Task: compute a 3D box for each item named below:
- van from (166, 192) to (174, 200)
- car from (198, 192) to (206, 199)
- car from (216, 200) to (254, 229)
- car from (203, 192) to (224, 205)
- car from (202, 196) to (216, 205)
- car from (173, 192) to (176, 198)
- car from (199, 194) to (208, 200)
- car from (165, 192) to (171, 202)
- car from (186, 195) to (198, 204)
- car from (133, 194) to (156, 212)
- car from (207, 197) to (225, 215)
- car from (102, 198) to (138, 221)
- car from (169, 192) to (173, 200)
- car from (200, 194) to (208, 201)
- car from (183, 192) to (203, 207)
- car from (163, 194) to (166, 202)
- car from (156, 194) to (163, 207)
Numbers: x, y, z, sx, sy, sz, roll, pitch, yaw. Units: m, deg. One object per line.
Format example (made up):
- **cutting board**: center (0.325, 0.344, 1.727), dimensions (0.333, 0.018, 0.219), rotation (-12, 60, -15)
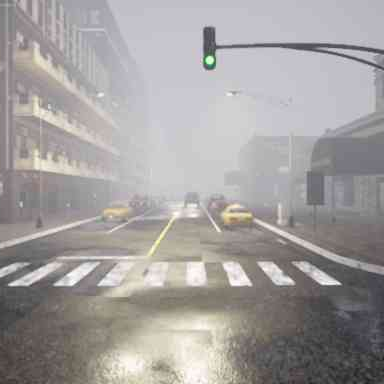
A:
- **van**: center (-5.689, 1.012, 86.827), dimensions (1.690, 1.788, 3.998), rotation (0, 0, 0)
- **car**: center (2.692, 0.944, 92.365), dimensions (2.192, 1.841, 5.009), rotation (0, 0, 0)
- **car**: center (2.690, 1.418, 20.527), dimensions (1.752, 1.417, 4.829), rotation (0, 0, 0)
- **car**: center (2.691, 1.135, 36.973), dimensions (2.192, 1.841, 5.009), rotation (0, 0, 0)
- **car**: center (2.691, 1.305, 53.592), dimensions (2.008, 1.369, 4.403), rotation (0, 0, 0)
- **car**: center (-5.689, 1.003, 81.287), dimensions (2.192, 1.841, 5.009), rotation (0, 0, 0)
- **car**: center (2.691, 1.211, 81.288), dimensions (2.008, 1.369, 4.403), rotation (0, 0, 0)
- **car**: center (-5.690, 1.287, 64.671), dimensions (1.887, 1.381, 4.507), rotation (0, 0, 0)
- **car**: center (-0.001, 1.314, 57.165), dimensions (1.994, 1.385, 4.181), rotation (0, 0, 0)
- **car**: center (-5.690, 1.163, 36.973), dimensions (2.192, 1.841, 5.009), rotation (0, 0, 0)
- **car**: center (2.690, 1.426, 31.435), dimensions (1.802, 1.307, 4.206), rotation (0, 0, 0)
- **car**: center (-5.690, 1.422, 25.725), dimensions (1.752, 1.417, 4.829), rotation (0, 0, 0)
- **car**: center (-5.689, 1.163, 70.208), dimensions (1.967, 1.590, 4.097), rotation (0, 0, 0)
- **car**: center (2.691, 1.202, 75.918), dimensions (1.752, 1.417, 4.829), rotation (0, 0, 0)
- **car**: center (-0.003, 1.011, 46.774), dimensions (2.150, 2.045, 5.566), rotation (0, 0, 0)
- **car**: center (-5.690, 1.308, 53.421), dimensions (1.752, 1.417, 4.829), rotation (0, 0, 0)
- **car**: center (-5.690, 1.354, 48.052), dimensions (2.008, 1.369, 4.403), rotation (0, 0, 0)
